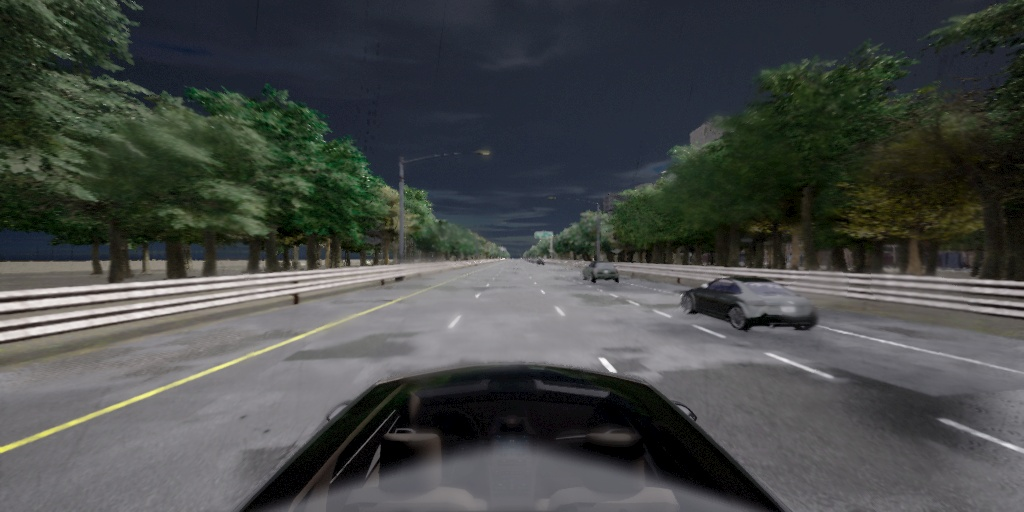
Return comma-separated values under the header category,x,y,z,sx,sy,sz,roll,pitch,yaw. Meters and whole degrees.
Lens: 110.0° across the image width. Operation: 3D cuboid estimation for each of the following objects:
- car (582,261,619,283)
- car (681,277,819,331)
category,x,y,z,sx,sy,sz,roll,pitch,yaw
car,7.037,1.192,28.902,2.097,1.767,4.553,0,0,0
car,7.004,1.333,11.080,1.994,1.385,4.181,0,0,0
